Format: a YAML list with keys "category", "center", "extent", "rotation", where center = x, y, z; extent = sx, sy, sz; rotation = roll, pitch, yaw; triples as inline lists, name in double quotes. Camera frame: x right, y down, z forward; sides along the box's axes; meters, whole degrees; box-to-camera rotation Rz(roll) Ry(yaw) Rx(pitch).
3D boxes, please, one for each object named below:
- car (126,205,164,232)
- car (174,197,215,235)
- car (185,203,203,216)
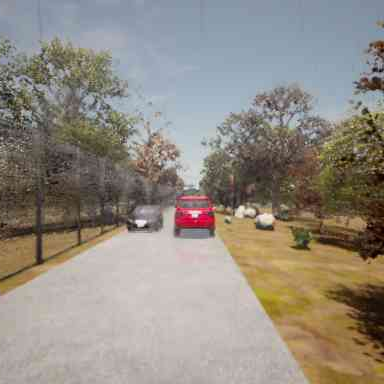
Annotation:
- category: "car"
  center: [-2.804, 1.589, 20.754]
  extent: [2.128, 1.511, 4.902]
  rotation: [0, -1, 0]
- category: "car"
  center: [0.132, 1.301, 19.349]
  extent: [2.150, 2.045, 5.566]
  rotation: [0, -1, 0]
- category: "car"
  center: [0.225, 1.927, 37.747]
  extent: [1.895, 1.301, 4.718]
  rotation: [0, -1, 0]
